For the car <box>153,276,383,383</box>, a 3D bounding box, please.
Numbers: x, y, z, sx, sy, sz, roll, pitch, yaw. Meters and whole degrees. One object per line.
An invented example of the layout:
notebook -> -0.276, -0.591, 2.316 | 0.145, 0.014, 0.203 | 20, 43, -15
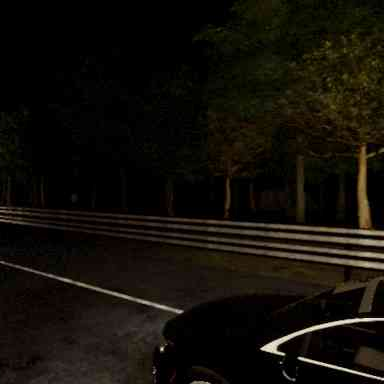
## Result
car -> 1.849, 1.508, 2.712 | 4.892, 1.490, 1.837 | 0, 0, 35
